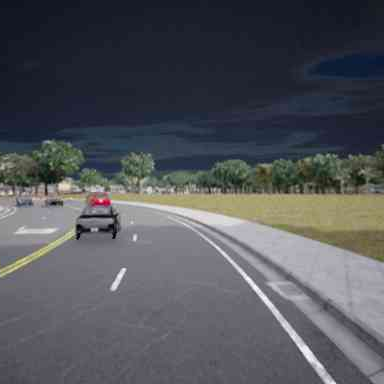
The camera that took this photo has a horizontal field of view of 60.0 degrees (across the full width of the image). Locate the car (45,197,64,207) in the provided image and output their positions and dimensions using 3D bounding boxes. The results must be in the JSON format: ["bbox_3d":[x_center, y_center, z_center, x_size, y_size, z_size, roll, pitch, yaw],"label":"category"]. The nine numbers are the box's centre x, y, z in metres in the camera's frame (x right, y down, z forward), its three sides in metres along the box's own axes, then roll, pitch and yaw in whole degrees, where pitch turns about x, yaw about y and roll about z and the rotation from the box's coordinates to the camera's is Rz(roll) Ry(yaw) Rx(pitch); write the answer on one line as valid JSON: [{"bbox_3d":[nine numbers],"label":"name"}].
[{"bbox_3d":[-18.449,1.327,44.626,1.895,1.301,4.718,-1,1,-31],"label":"car"}]

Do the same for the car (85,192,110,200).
[{"bbox_3d":[-10.250,0.986,36.032,2.150,2.045,5.566,0,0,-23],"label":"car"}]

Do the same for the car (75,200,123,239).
[{"bbox_3d":[-4.575,1.389,16.640,2.128,1.511,4.902,0,0,-10],"label":"car"}]

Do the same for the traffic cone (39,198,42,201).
[{"bbox_3d":[-30.628,1.517,67.715,0.340,0.580,0.340,0,1,43],"label":"traffic cone"}]

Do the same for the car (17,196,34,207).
[{"bbox_3d":[-23.052,1.290,45.916,2.033,1.411,5.357,-1,1,-33],"label":"car"}]

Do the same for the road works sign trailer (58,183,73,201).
[{"bbox_3d":[-24.585,0.023,63.931,2.880,3.560,2.380,0,1,43],"label":"road works sign trailer"}]
